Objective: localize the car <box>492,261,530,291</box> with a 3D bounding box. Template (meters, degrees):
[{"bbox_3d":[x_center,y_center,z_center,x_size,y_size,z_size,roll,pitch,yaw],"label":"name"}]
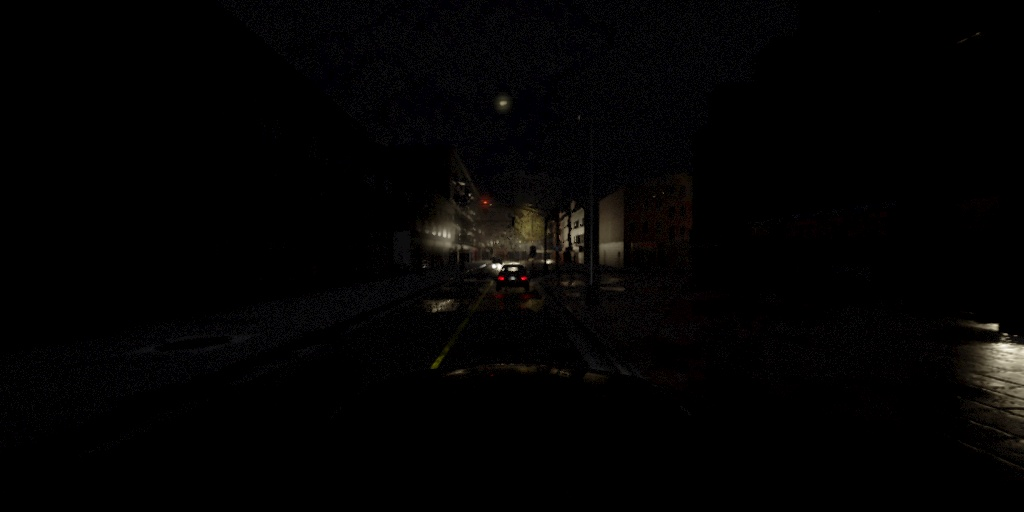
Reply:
[{"bbox_3d":[0.049,1.184,20.818,2.033,1.411,5.357,0,0,0],"label":"car"}]
